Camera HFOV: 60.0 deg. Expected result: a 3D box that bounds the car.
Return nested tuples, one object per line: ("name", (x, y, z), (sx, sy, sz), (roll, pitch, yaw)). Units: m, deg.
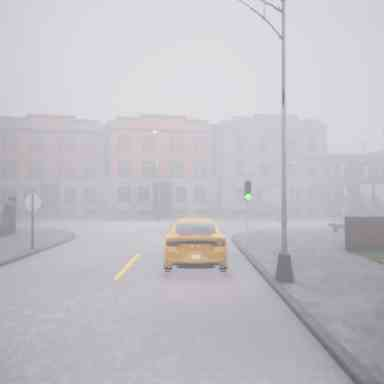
("car", (0.106, 1.630, 11.477), (1.882, 1.535, 5.008), (0, -1, 0))
